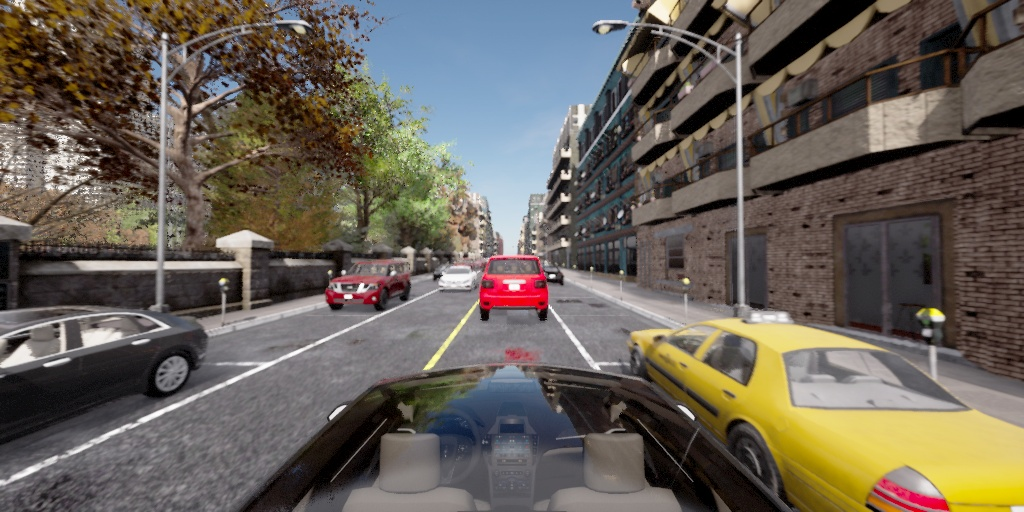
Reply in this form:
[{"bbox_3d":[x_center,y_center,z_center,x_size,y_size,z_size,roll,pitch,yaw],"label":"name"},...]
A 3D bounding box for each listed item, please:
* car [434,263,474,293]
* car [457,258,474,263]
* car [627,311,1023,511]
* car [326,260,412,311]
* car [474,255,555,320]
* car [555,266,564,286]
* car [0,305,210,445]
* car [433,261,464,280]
[{"bbox_3d":[-3.101,1.328,21.394,1.812,1.442,4.674,0,0,0],"label":"car"},{"bbox_3d":[-5.702,1.173,42.566,2.192,1.841,5.009,0,0,0],"label":"car"},{"bbox_3d":[2.692,1.281,4.074,1.751,1.417,4.829,0,0,0],"label":"car"},{"bbox_3d":[-5.693,1.100,14.949,2.192,1.841,5.009,0,0,0],"label":"car"},{"bbox_3d":[0.040,1.000,12.998,2.150,2.045,5.566,0,0,-1],"label":"car"},{"bbox_3d":[2.684,1.380,25.997,1.948,1.339,4.313,0,0,0],"label":"car"},{"bbox_3d":[-5.689,1.307,3.902,2.007,1.370,4.403,0,0,0],"label":"car"},{"bbox_3d":[-5.698,1.395,31.519,1.948,1.339,4.313,0,0,0],"label":"car"}]
